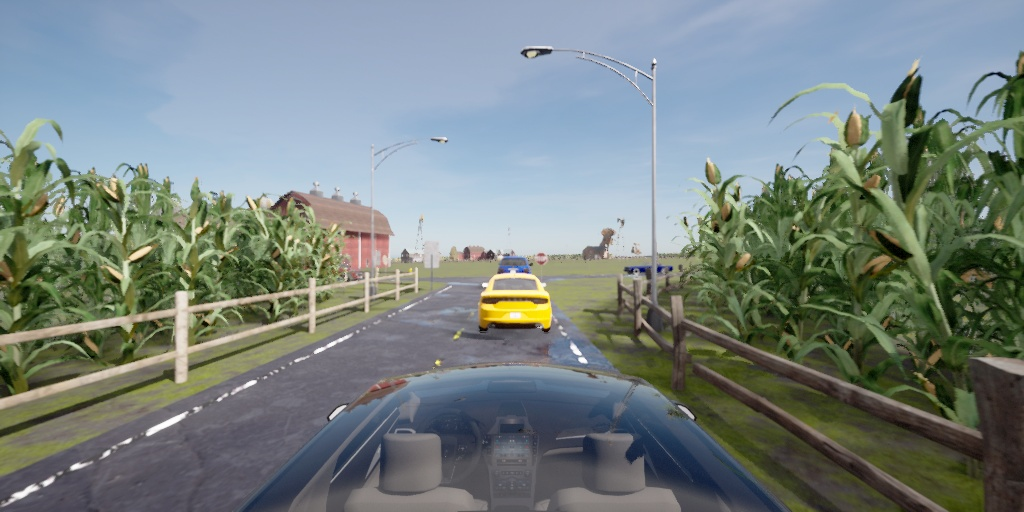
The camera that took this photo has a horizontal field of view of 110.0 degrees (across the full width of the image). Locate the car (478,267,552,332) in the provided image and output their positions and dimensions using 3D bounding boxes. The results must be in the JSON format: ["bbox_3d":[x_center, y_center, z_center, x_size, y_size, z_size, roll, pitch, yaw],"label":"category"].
[{"bbox_3d":[0.074,1.269,11.035,1.882,1.535,5.008,0,0,0],"label":"car"}]

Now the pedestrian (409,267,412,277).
[{"bbox_3d":[-11.270,1.785,39.926,0.500,1.100,0.500,0,0,4],"label":"pedestrian"}]

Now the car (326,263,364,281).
[{"bbox_3d":[-16.623,1.482,34.442,4.553,1.767,2.097,-1,-1,6],"label":"car"}]

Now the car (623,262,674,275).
[{"bbox_3d":[13.971,1.259,37.017,4.718,1.301,1.895,-1,-1,-4],"label":"car"}]

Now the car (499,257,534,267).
[{"bbox_3d":[0.264,1.072,24.716,2.150,2.045,5.566,0,0,4],"label":"car"}]
